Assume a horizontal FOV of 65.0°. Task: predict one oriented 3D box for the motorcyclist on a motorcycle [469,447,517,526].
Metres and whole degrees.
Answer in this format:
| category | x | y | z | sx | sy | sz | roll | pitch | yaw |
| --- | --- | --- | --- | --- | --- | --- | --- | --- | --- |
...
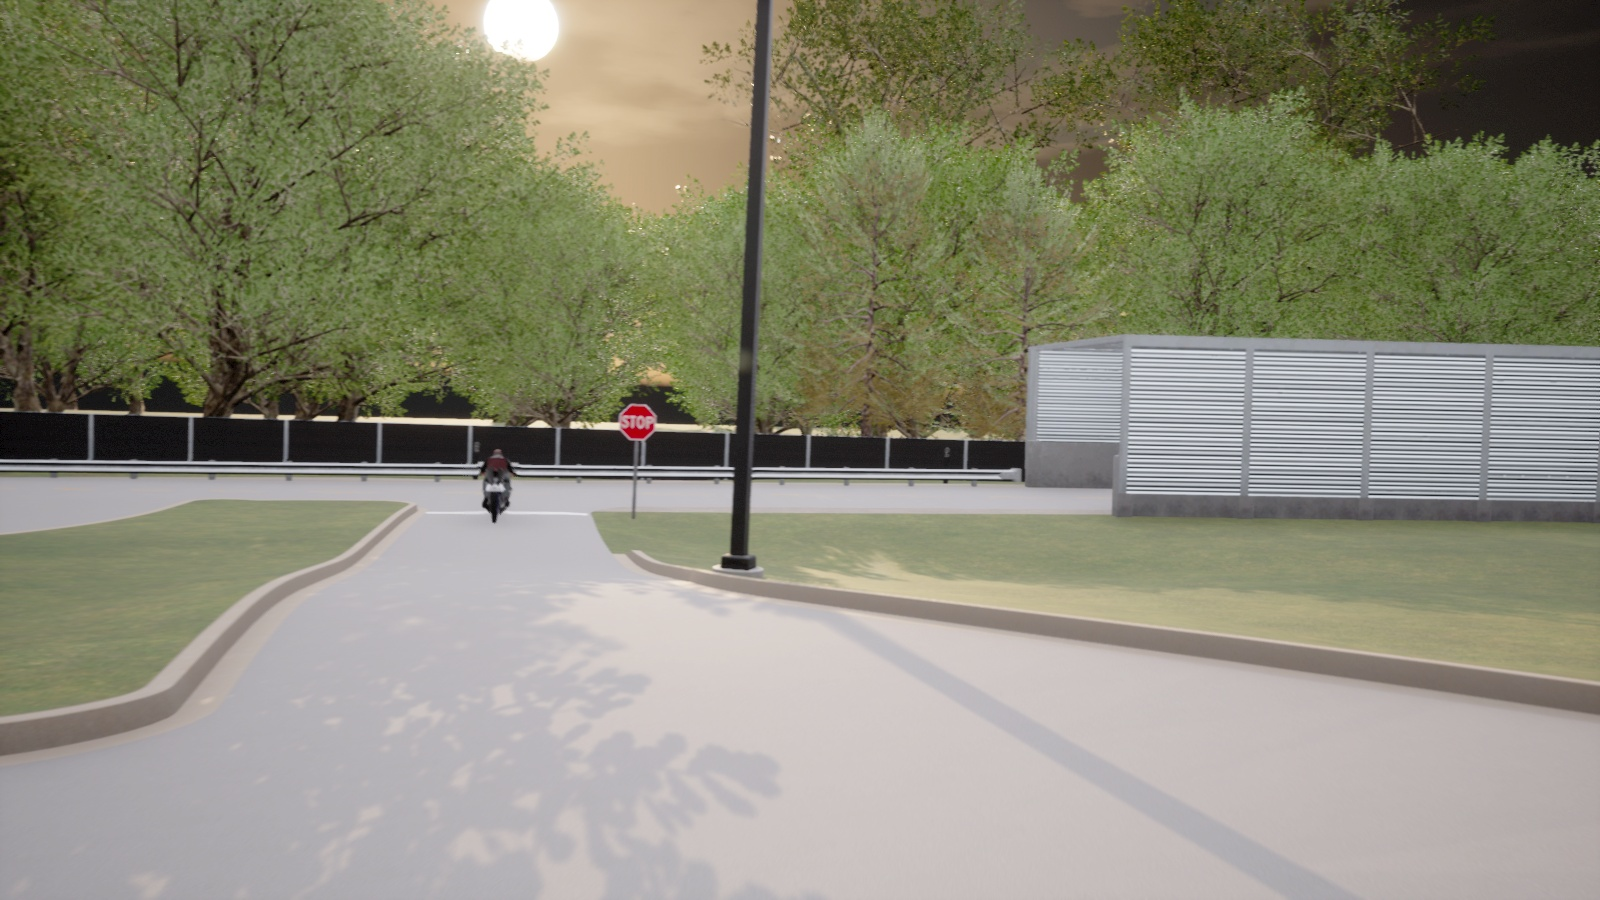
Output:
| category | x | y | z | sx | sy | sz | roll | pitch | yaw |
| --- | --- | --- | --- | --- | --- | --- | --- | --- | --- |
| motorcyclist on a motorcycle | -6.534 | 0.744 | 26.833 | 0.866 | 1.530 | 2.191 | 2 | 2 | -12 |
